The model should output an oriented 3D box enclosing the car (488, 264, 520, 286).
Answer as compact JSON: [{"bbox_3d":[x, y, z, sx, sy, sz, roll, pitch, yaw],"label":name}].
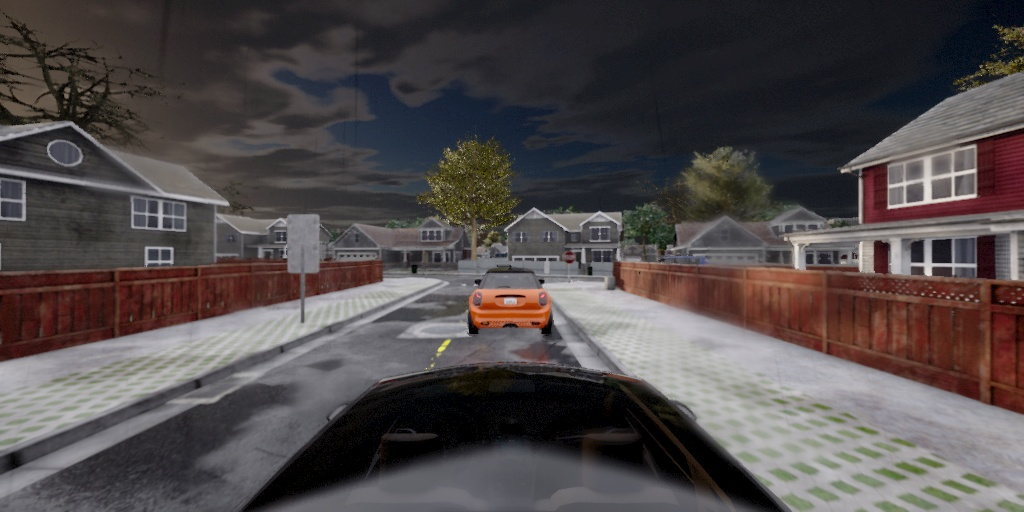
[{"bbox_3d":[-0.661,1.313,26.317,1.994,1.385,4.181,0,0,-6],"label":"car"}]

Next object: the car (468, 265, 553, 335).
[{"bbox_3d":[-0.066,1.100,10.664,2.097,1.767,4.553,0,0,-1],"label":"car"}]

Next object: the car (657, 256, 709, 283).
[{"bbox_3d":[12.799,1.047,28.741,5.566,2.045,2.150,0,0,17],"label":"car"}]
